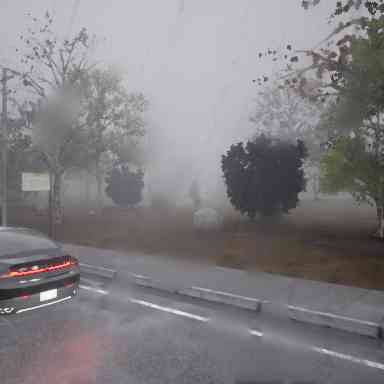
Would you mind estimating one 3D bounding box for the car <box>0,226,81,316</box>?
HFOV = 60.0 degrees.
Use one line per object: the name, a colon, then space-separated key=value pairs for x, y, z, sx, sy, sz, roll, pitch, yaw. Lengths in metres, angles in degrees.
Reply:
car: x=-4.375 y=1.505 z=7.111 sx=4.892 sy=1.490 sz=1.837 roll=0 pitch=0 yaw=37
